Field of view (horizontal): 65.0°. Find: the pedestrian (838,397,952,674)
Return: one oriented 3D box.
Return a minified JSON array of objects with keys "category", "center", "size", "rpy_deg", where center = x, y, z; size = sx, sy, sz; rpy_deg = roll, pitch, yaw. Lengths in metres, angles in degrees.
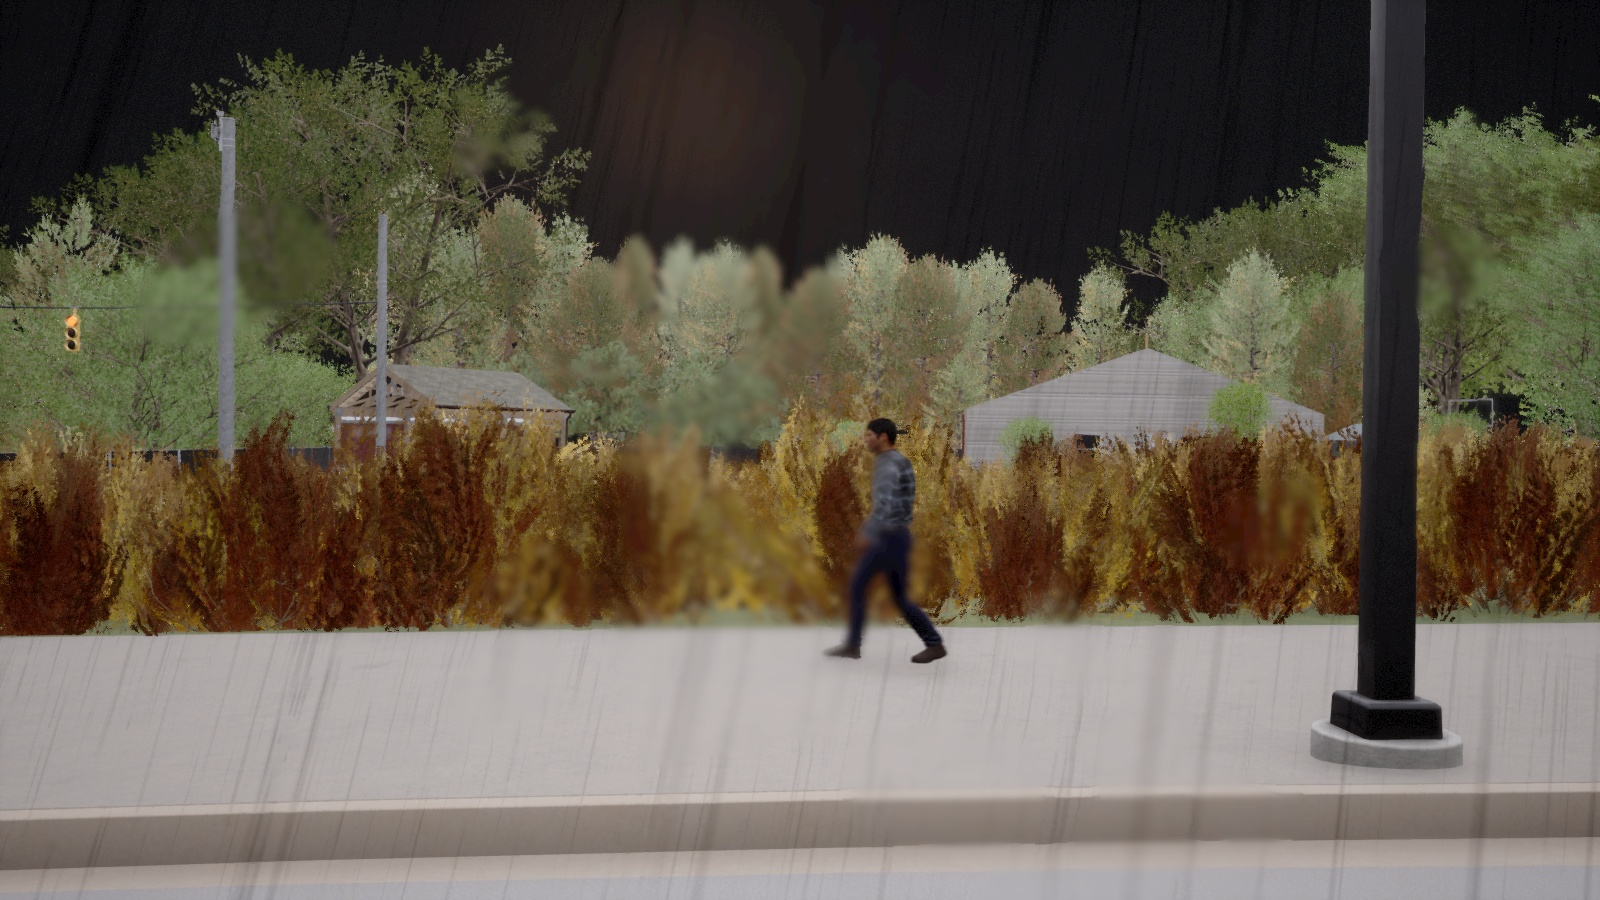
[{"category":"pedestrian","center":[0.677,0.604,9.066],"size":[0.788,1.949,0.423],"rpy_deg":[0,1,2]}]
